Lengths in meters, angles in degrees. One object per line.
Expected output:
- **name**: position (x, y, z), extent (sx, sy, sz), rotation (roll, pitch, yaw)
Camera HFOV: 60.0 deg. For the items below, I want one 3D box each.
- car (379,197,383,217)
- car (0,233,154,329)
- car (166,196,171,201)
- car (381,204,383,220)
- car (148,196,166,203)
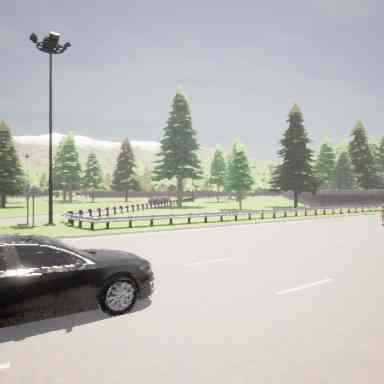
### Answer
- **car**: position (19.238, 1.351, 30.304), extent (4.553, 1.767, 2.097), rotation (0, 0, -35)
- **car**: position (-3.021, 1.506, 5.890), extent (4.892, 1.490, 1.837), rotation (-1, 0, -35)
- **car**: position (-5.586, 1.525, 69.768), extent (1.812, 1.442, 4.674), rotation (0, 0, 5)
- **car**: position (15.277, 1.477, 23.192), extent (5.008, 1.535, 1.882), rotation (0, 0, -35)
- **car**: position (-6.563, 1.491, 59.647), extent (2.128, 1.511, 4.902), rotation (0, 0, 6)
